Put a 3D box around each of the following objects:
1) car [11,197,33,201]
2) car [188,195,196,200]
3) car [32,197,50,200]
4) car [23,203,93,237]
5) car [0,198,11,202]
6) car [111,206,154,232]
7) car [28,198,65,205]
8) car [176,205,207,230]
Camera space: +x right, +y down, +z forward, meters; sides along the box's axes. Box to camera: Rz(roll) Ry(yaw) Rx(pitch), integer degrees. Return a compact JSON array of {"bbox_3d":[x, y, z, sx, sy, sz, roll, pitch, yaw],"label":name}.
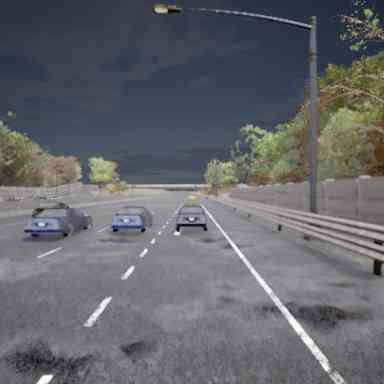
[{"bbox_3d":[-24.601,1.492,50.325,2.128,1.511,4.902,0,0,1],"label":"car"},{"bbox_3d":[0.017,1.566,93.446,1.882,1.535,5.008,0,0,5],"label":"car"},{"bbox_3d":[-21.116,1.600,49.054,1.895,1.301,4.718,0,0,0],"label":"car"},{"bbox_3d":[-6.919,1.536,17.787,2.033,1.411,5.357,0,0,0],"label":"car"},{"bbox_3d":[-28.100,1.565,50.014,1.994,1.385,4.181,0,0,1],"label":"car"},{"bbox_3d":[-3.423,1.534,19.812,2.033,1.411,5.357,0,0,0],"label":"car"},{"bbox_3d":[-10.430,1.491,25.505,1.837,1.490,4.892,0,0,0],"label":"car"},{"bbox_3d":[-0.023,1.533,20.737,2.033,1.411,5.357,0,0,0],"label":"car"}]
